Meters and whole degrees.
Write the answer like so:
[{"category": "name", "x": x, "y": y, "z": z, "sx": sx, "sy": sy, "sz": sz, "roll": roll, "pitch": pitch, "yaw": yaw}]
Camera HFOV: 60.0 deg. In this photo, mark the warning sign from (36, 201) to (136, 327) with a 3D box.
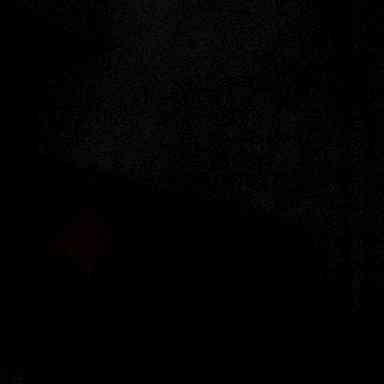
[{"category": "warning sign", "x": -1.840, "y": 1.114, "z": 5.858, "sx": 1.060, "sy": 1.860, "sz": 1.300, "roll": 0, "pitch": 0, "yaw": 36}]
